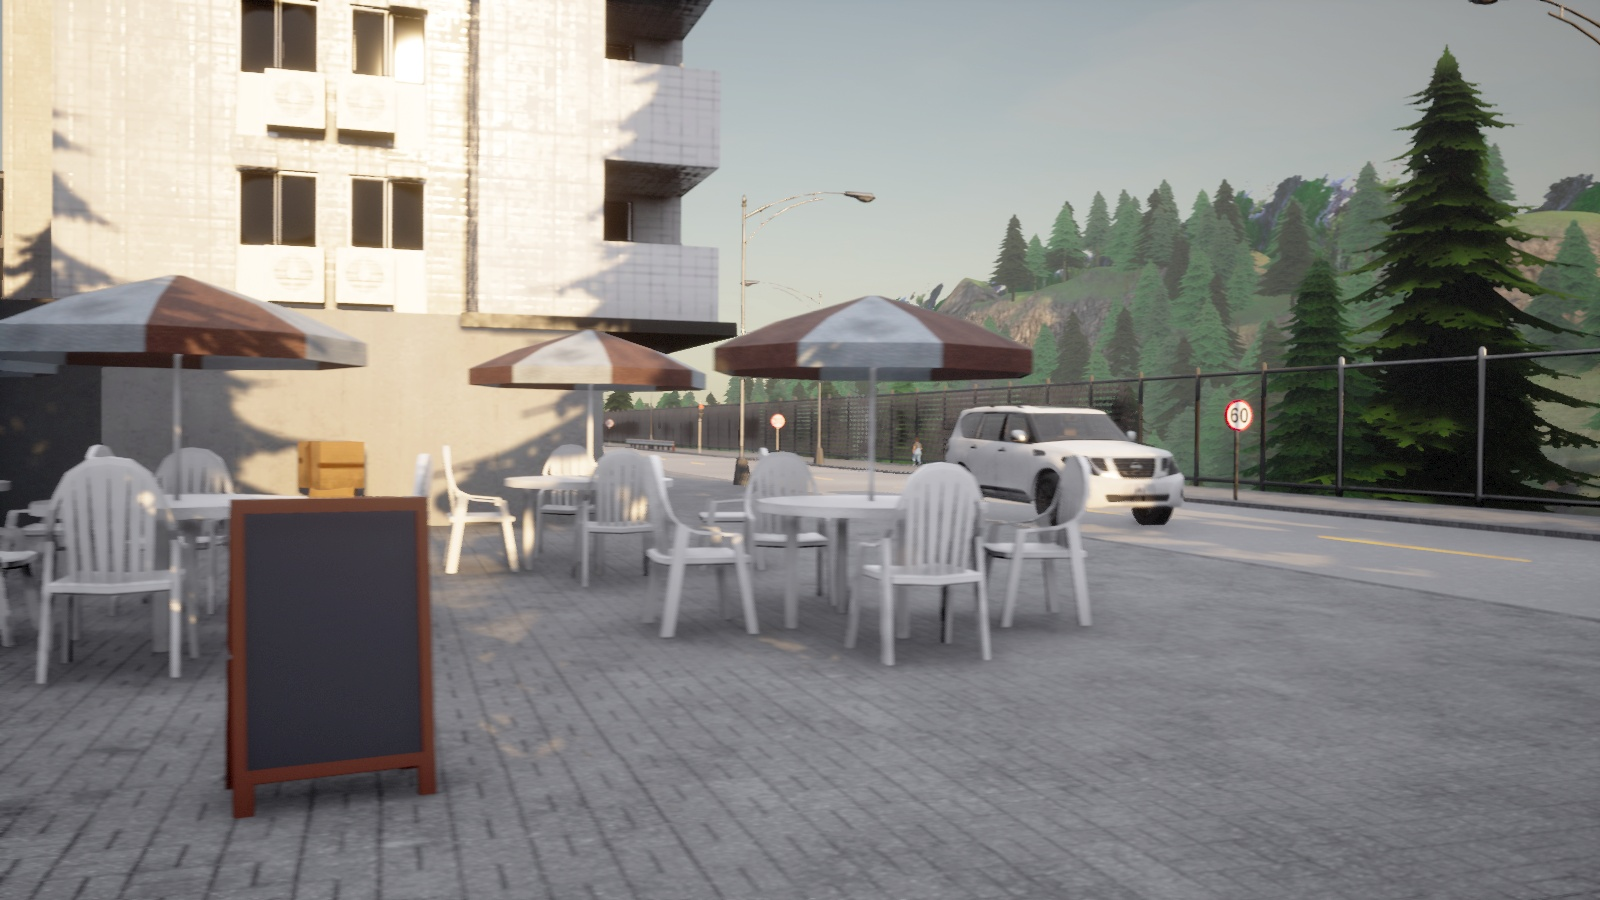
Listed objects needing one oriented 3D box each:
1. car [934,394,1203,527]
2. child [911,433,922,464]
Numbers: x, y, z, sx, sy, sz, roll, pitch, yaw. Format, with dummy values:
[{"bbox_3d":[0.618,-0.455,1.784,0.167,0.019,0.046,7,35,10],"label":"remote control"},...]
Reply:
[{"bbox_3d":[4.540,0.114,22.373,2.150,2.045,5.566,-1,1,-18],"label":"car"},{"bbox_3d":[4.699,-0.060,50.504,0.270,1.263,0.437,-1,1,-20],"label":"child"}]
